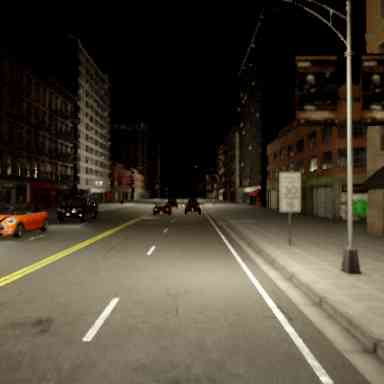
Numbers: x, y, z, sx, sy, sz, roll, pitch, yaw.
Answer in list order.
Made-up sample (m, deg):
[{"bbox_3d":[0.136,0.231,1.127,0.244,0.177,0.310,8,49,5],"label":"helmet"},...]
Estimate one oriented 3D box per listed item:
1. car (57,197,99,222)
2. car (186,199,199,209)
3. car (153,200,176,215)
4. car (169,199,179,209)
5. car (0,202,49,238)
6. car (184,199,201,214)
[{"bbox_3d":[-9.756,1.425,28.945,2.150,2.045,5.566,0,0,0],"label":"car"},{"bbox_3d":[0.079,1.871,52.500,1.837,1.490,4.892,0,0,0],"label":"car"},{"bbox_3d":[-3.159,1.857,36.662,1.895,1.301,4.718,0,0,0],"label":"car"},{"bbox_3d":[-3.169,1.897,53.441,1.812,1.442,4.674,0,0,0],"label":"car"},{"bbox_3d":[-9.823,1.484,18.531,2.097,1.767,4.553,0,0,0],"label":"car"},{"bbox_3d":[0.094,1.800,39.241,1.812,1.442,4.674,0,-1,1],"label":"car"}]
